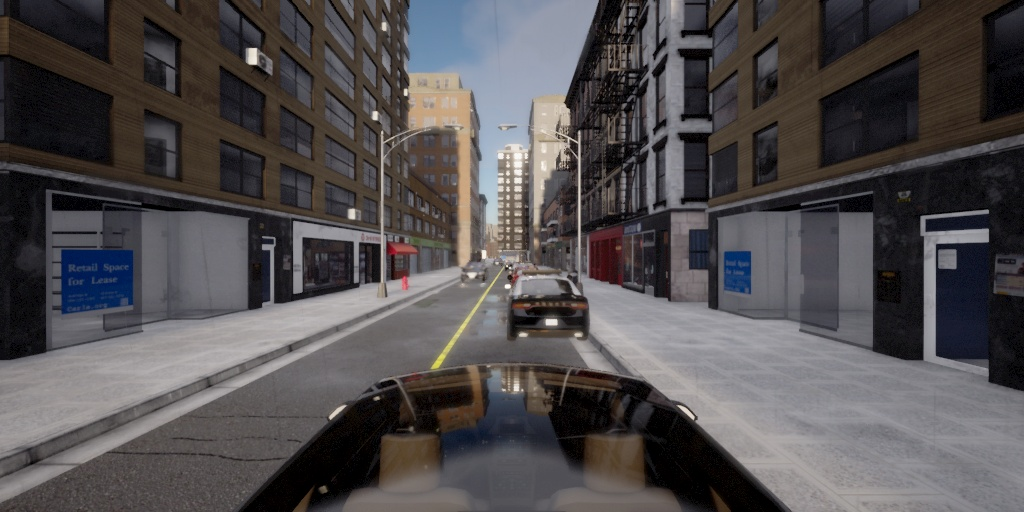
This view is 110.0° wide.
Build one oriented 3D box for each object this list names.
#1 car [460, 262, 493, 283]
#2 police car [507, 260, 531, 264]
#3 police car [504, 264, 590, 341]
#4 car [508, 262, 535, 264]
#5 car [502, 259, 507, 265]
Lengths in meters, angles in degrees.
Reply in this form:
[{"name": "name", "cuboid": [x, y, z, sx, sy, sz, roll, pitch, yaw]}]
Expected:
[{"name": "car", "cuboid": [-2.873, 1.235, 28.170, 2.128, 1.511, 4.902, 0, 0, 0]}, {"name": "police car", "cuboid": [0.804, 1.169, 26.033, 1.930, 1.638, 5.238, 0, 0, 0]}, {"name": "police car", "cuboid": [0.819, 1.174, 10.033, 1.930, 1.638, 5.238, 0, 0, 0]}, {"name": "car", "cuboid": [0.810, 1.272, 19.923, 1.812, 1.442, 4.674, 0, 0, 0]}, {"name": "car", "cuboid": [0.003, 1.341, 47.863, 1.895, 1.301, 4.718, 0, 0, 1]}]
